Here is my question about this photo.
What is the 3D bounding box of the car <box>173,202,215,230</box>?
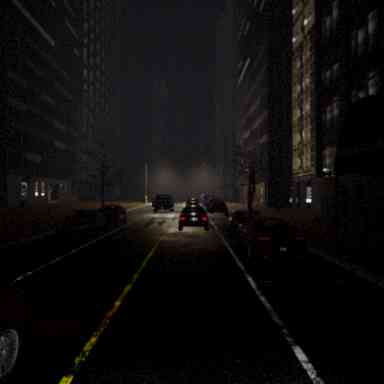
[{"bbox_3d":[0.093,1.563,21.009,2.033,1.411,5.357,0,0,0],"label":"car"}]

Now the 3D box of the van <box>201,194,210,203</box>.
[{"bbox_3d":[2.672,1.376,68.460,1.690,1.788,3.998,1,0,0],"label":"van"}]

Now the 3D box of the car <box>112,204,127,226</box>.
[{"bbox_3d":[-5.691,1.560,23.287,1.887,1.381,4.507,1,0,0],"label":"car"}]

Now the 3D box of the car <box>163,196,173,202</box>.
[{"bbox_3d":[-5.716,1.587,79.716,2.008,1.369,4.403,1,0,0],"label":"car"}]

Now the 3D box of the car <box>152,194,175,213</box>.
[{"bbox_3d":[-3.106,1.244,37.200,2.150,2.045,5.566,0,0,0],"label":"car"}]

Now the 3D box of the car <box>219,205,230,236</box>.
[{"bbox_3d":[2.690,1.595,17.686,1.802,1.307,4.206,1,0,0],"label":"car"}]

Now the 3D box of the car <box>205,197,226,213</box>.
[{"bbox_3d":[2.684,1.567,34.611,1.887,1.381,4.507,1,0,0],"label":"car"}]

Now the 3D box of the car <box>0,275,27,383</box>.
[{"bbox_3d":[-3.103,1.528,2.681,1.812,1.442,4.674,0,0,0],"label":"car"}]

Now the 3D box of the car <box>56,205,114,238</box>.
[{"bbox_3d":[-5.690,1.594,17.644,1.802,1.307,4.206,1,0,0],"label":"car"}]

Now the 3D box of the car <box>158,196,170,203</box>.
[{"bbox_3d":[-5.710,1.585,68.430,2.008,1.369,4.403,1,0,0],"label":"car"}]

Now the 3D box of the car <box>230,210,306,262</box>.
[{"bbox_3d":[2.694,1.554,12.045,1.887,1.381,4.507,0,0,0],"label":"car"}]

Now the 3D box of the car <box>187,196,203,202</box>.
[{"bbox_3d":[0.081,1.574,43.277,2.033,1.411,5.357,0,0,0],"label":"car"}]

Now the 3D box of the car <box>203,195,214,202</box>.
[{"bbox_3d":[2.683,1.465,40.252,1.967,1.590,4.097,1,0,0],"label":"car"}]

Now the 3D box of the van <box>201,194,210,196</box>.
[{"bbox_3d":[2.679,1.372,51.535,1.690,1.788,3.998,1,0,0],"label":"van"}]

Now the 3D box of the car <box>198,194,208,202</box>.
[{"bbox_3d":[2.668,1.352,79.742,2.192,1.841,5.009,1,0,0],"label":"car"}]

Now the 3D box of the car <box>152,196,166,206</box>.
[{"bbox_3d":[-5.705,1.472,57.145,1.967,1.590,4.097,1,0,0],"label":"car"}]
